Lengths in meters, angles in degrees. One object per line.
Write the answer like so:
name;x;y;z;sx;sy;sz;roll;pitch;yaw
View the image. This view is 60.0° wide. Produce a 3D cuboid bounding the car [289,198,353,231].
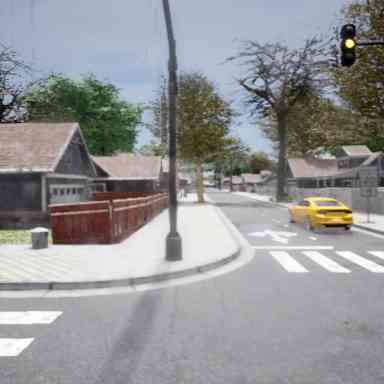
car;6.443;1.027;17.160;1.882;1.535;5.008;0;1;1
